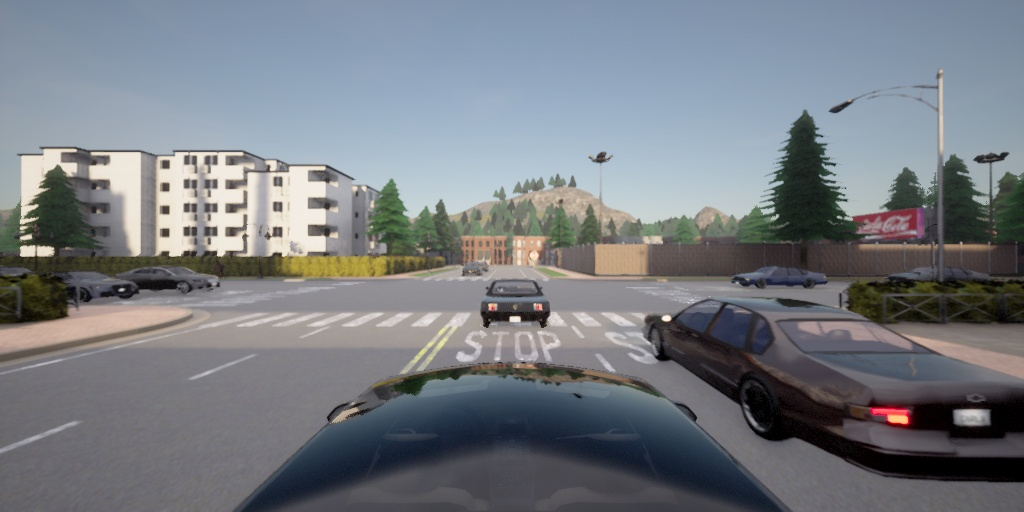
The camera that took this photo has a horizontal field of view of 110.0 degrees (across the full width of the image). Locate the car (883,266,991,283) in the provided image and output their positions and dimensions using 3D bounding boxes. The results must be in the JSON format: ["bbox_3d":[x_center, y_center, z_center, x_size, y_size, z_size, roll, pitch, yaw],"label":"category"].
[{"bbox_3d":[27.728,1.376,23.419,5.357,1.411,2.033,0,0,0],"label":"car"}]

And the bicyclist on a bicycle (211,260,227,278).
[{"bbox_3d":[-25.266,1.162,30.926,0.582,1.620,1.656,0,0,0],"label":"bicyclist on a bicycle"}]

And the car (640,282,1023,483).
[{"bbox_3d":[3.635,1.311,5.300,2.033,1.411,5.357,0,0,1],"label":"car"}]

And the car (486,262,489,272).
[{"bbox_3d":[-4.216,1.400,48.740,2.128,1.511,4.902,0,0,0],"label":"car"}]

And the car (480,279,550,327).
[{"bbox_3d":[0.064,1.388,11.683,1.895,1.301,4.718,0,0,-1],"label":"car"}]

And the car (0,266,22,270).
[{"bbox_3d":[-28.384,1.312,19.935,4.902,1.511,2.128,0,0,0],"label":"car"}]

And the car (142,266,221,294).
[{"bbox_3d":[-19.101,1.311,19.999,4.902,1.511,2.128,0,0,-2],"label":"car"}]

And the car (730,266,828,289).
[{"bbox_3d":[17.432,1.377,23.509,5.357,1.411,2.033,0,0,0],"label":"car"}]

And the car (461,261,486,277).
[{"bbox_3d":[-4.217,1.375,38.426,1.837,1.490,4.892,0,0,0],"label":"car"}]

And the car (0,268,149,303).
[{"bbox_3d":[-19.879,1.371,16.448,4.181,1.385,1.994,0,0,0],"label":"car"}]
